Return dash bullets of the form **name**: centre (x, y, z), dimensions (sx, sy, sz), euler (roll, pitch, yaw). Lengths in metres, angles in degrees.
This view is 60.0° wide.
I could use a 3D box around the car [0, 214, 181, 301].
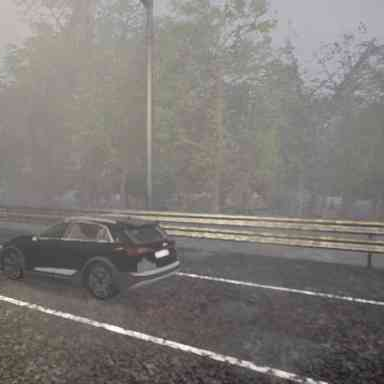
- **car**: centre (-2.588, 1.360, 8.145), dimensions (4.856, 1.649, 2.033), euler (0, 0, 29)
